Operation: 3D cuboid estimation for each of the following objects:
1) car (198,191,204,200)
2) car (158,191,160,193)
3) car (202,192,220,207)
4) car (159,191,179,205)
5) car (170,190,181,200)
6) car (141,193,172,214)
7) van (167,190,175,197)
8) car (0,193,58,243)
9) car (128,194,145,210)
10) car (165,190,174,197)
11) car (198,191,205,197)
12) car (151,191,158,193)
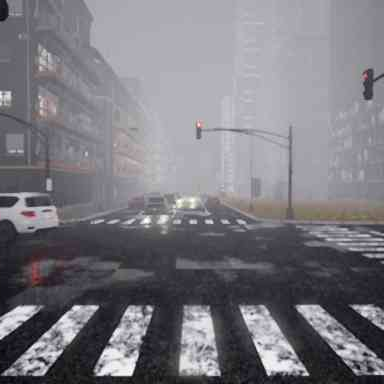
[{"bbox_3d":[2.564,0.841,64.372,2.008,1.369,4.403,-1,1,0],"label":"car"},{"bbox_3d":[-5.772,0.727,53.004,2.192,1.841,5.009,-1,1,0],"label":"car"},{"bbox_3d":[2.593,1.079,41.777,1.887,1.381,4.507,-1,1,0],"label":"car"},{"bbox_3d":[-3.146,0.969,45.716,1.882,1.535,5.008,0,1,0],"label":"car"},{"bbox_3d":[-3.082,0.835,64.538,1.812,1.442,4.674,0,1,0],"label":"car"},{"bbox_3d":[-3.137,1.165,30.049,1.837,1.490,4.892,0,2,0],"label":"car"},{"bbox_3d":[-5.823,0.331,92.543,1.690,1.788,3.998,-1,1,0],"label":"van"},{"bbox_3d":[-8.807,1.049,15.023,5.566,2.045,2.150,0,1,16],"label":"car"},{"bbox_3d":[-5.747,1.142,36.061,1.887,1.381,4.507,-1,1,0],"label":"car"},{"bbox_3d":[-5.816,0.364,86.896,2.192,1.841,5.009,-1,1,0],"label":"car"},{"bbox_3d":[2.526,0.513,92.786,1.752,1.417,4.829,-1,1,0],"label":"car"},{"bbox_3d":[-5.756,0.975,41.708,1.967,1.590,4.097,-1,1,0],"label":"car"}]
